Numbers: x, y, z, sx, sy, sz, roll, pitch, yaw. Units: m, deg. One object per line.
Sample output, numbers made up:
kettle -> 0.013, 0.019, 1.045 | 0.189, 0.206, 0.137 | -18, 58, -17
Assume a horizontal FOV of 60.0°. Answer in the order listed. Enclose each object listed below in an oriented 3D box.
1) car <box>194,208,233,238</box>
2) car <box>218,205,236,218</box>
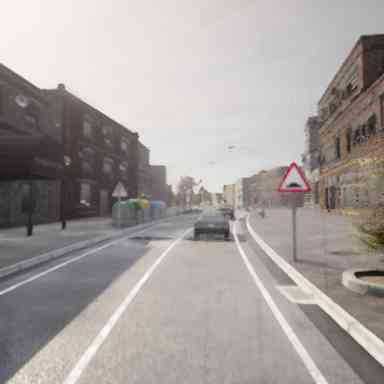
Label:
car -> 1.219, 1.822, 19.625 | 1.994, 1.385, 4.181 | 0, -2, 5
car -> 3.781, 2.163, 36.945 | 2.128, 1.511, 4.902 | -1, -1, 11
